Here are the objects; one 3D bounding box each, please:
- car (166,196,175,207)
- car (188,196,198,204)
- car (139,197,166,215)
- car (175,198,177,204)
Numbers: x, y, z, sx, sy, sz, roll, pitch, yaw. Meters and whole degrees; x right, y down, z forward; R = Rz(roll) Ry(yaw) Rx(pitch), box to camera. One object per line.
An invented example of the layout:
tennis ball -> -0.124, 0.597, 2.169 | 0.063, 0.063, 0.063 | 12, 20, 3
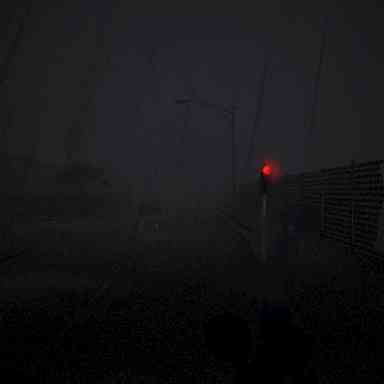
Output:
car -> -3.998, 1.493, 50.006 | 1.812, 1.442, 4.674 | 0, 0, 0
car -> 0.114, 1.463, 63.387 | 1.837, 1.490, 4.892 | 0, 0, 0
car -> -4.039, 1.456, 33.259 | 1.882, 1.535, 5.008 | 0, 0, 0
car -> -3.925, 1.521, 64.606 | 1.994, 1.385, 4.181 | 0, 0, 1
